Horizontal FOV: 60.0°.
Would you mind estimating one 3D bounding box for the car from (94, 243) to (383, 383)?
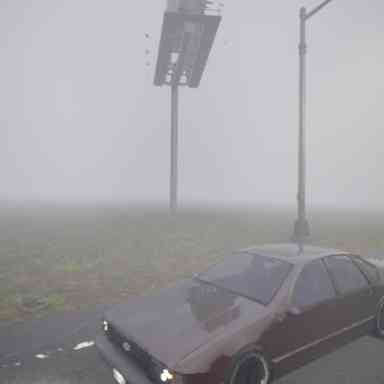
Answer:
[{"bbox_3d":[1.393,1.556,5.042,5.357,1.411,2.033,0,0,-36],"label":"car"}]
